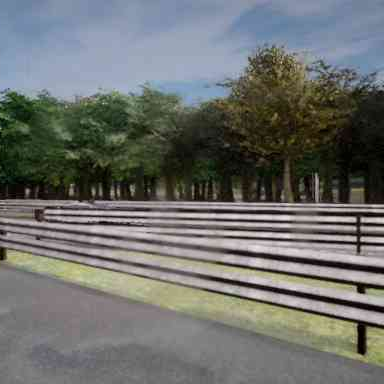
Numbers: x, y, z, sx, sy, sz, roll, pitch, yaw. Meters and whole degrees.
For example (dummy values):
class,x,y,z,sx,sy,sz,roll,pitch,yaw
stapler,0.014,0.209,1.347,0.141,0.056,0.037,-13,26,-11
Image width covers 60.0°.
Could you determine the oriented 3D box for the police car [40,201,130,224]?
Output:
class,x,y,z,sx,sy,sz,roll,pitch,yaw
police car,-5.749,1.237,17.224,4.974,1.542,2.038,0,0,23
